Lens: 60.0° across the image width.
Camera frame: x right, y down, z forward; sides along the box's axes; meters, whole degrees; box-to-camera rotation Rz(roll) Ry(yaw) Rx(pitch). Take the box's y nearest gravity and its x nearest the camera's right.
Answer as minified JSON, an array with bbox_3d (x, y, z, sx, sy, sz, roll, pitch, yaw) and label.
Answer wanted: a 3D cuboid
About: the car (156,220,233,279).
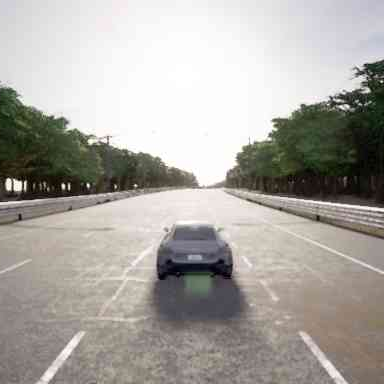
[{"bbox_3d":[0.055,1.535,9.975,1.994,1.385,4.181,0,0,-1],"label":"car"}]
